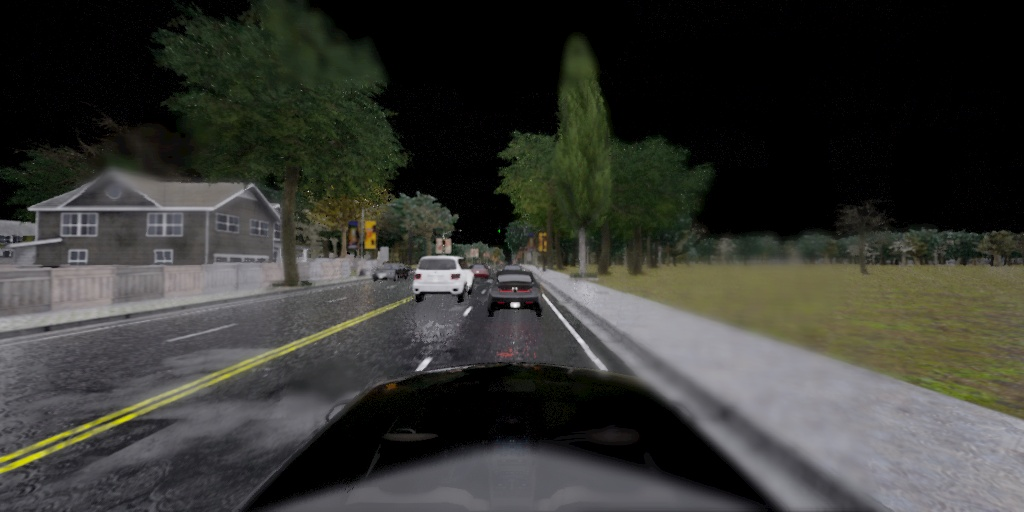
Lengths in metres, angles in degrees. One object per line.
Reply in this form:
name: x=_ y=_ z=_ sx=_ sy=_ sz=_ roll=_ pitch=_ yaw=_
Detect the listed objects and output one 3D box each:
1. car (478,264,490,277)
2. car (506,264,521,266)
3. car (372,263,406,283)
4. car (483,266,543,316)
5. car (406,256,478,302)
car: x=-3.145 y=1.433 z=34.740 sx=1.994 sy=1.385 sz=4.181 roll=0 pitch=0 yaw=0
car: x=0.105 y=1.390 z=29.755 sx=2.033 sy=1.411 sz=5.357 roll=0 pitch=0 yaw=0
car: x=-9.837 y=1.334 z=29.449 sx=2.128 sy=1.511 sz=4.902 roll=0 pitch=0 yaw=0
car: x=0.102 y=1.285 z=13.534 sx=1.837 sy=1.490 sz=4.892 roll=0 pitch=0 yaw=0
car: x=-3.150 y=1.016 z=17.441 sx=2.150 sy=2.045 sz=5.566 roll=0 pitch=0 yaw=0
